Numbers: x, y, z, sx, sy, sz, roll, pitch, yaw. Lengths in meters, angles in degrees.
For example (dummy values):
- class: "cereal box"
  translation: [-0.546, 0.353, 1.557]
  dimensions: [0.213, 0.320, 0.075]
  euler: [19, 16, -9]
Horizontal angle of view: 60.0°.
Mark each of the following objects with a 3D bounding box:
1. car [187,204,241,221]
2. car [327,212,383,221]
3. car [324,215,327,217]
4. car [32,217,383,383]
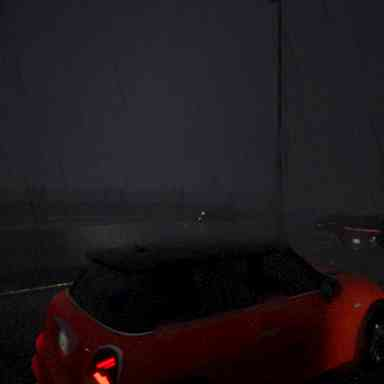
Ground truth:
- class: "car"
  translation: [1.815, 1.704, 26.783]
  dimensions: [4.553, 1.767, 2.097]
  euler: [4, -2, -35]
- class: "car"
  translation: [8.121, 1.728, 13.846]
  dimensions: [4.902, 1.511, 2.128]
  euler: [3, -2, -35]
- class: "car"
  translation: [10.889, 2.267, 24.654]
  dimensions: [4.892, 1.490, 1.837]
  euler: [5, -3, -35]
- class: "car"
  translation: [0.595, 1.355, 4.173]
  dimensions: [4.553, 1.767, 2.097]
  euler: [0, 0, -36]
